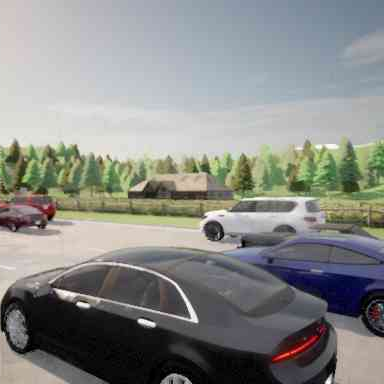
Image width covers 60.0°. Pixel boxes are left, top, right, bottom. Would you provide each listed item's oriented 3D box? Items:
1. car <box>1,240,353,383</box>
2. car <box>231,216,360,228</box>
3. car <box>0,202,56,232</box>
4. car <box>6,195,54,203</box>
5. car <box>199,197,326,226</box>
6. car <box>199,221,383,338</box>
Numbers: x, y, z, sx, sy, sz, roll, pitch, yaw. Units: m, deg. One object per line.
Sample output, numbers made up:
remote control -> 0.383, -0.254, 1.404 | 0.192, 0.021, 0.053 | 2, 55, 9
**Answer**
car -> -0.703, 1.509, 4.493 | 4.892, 1.490, 1.837 | 0, 0, 36
car -> 3.779, 1.605, 9.894 | 4.718, 1.301, 1.895 | 0, 0, 36
car -> -10.579, 1.554, 20.121 | 4.674, 1.442, 1.812 | 0, 0, 35
car -> -13.013, 1.257, 26.172 | 5.566, 2.045, 2.150 | 0, 0, 35
car -> 3.007, 1.230, 14.744 | 5.566, 2.045, 2.150 | 0, 0, 36
car -> 2.426, 1.528, 6.560 | 4.674, 1.442, 1.812 | 0, 0, 35
